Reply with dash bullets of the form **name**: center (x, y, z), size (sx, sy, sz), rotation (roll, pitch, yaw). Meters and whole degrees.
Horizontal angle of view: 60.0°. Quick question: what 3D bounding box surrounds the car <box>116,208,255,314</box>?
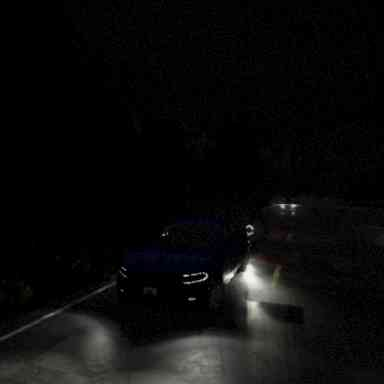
- **car**: center (0.112, 1.363, 7.908), size (1.882, 1.535, 5.008), rotation (1, 1, 19)

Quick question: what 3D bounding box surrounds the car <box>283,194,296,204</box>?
- **car**: center (15.489, 1.056, 52.808), size (1.812, 1.442, 4.674), rotation (1, 1, 19)

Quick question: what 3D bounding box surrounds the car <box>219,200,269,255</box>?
- **car**: center (1.752, 1.228, 12.997), size (2.097, 1.767, 4.553), rotation (1, 1, 19)
